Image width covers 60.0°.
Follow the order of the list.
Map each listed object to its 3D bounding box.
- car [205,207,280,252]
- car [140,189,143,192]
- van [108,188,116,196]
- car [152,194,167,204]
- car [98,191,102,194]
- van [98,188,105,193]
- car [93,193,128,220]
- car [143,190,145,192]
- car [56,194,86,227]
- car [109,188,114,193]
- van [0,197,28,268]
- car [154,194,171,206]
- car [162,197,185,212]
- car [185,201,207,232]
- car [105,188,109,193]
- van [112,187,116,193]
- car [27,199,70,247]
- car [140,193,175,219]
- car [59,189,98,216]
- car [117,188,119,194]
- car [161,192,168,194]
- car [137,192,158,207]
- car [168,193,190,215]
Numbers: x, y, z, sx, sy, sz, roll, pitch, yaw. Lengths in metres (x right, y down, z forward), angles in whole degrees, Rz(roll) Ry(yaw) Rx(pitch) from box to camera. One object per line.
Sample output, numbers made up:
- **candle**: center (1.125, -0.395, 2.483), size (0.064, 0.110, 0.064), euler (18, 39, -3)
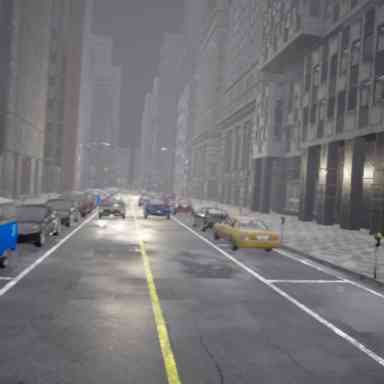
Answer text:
- **car**: center (2.145, 1.604, 14.414), size (1.752, 1.417, 4.829), euler (3, 0, -11)
- **car**: center (-12.722, 0.465, 91.727), size (1.802, 1.307, 4.206), euler (3, 0, -11)
- **van**: center (-18.934, -0.122, 79.037), size (1.690, 1.788, 3.998), euler (3, 0, -11)
- **car**: center (-5.273, 1.043, 52.987), size (1.947, 1.339, 4.313), euler (3, 0, -11)
- **car**: center (-9.369, 0.853, 29.226), size (1.887, 1.381, 4.507), euler (3, 0, -11)
- **van**: center (-10.421, 0.563, 34.760), size (1.690, 1.788, 3.998), euler (3, 0, -11)
- **car**: center (-5.676, 1.104, 24.166), size (2.033, 1.411, 5.357), euler (4, 0, -11)
- **car**: center (-9.529, 0.700, 75.124), size (1.947, 1.339, 4.313), euler (3, 0, -11)
- **car**: center (-7.243, 1.047, 18.156), size (1.947, 1.339, 4.313), euler (3, 0, -11)
- **car**: center (-13.619, 0.403, 51.364), size (1.967, 1.590, 4.097), euler (3, 0, -11)
- **van**: center (-5.101, 0.996, 7.086), size (1.690, 1.788, 3.998), euler (3, 0, -11)
- **car**: center (-4.208, 1.108, 47.453), size (1.887, 1.381, 4.507), euler (3, 0, -11)
- **car**: center (-2.081, 1.301, 36.384), size (1.947, 1.339, 4.313), euler (3, 0, -11)
- **car**: center (1.111, 1.545, 19.781), size (2.008, 1.369, 4.403), euler (3, 0, -11)
- **car**: center (-11.491, 0.576, 40.295), size (1.967, 1.590, 4.097), euler (3, 0, -11)
- **van**: center (-15.741, 0.132, 62.433), size (1.690, 1.788, 3.998), euler (3, 0, -11)
- **car**: center (-6.179, 1.133, 12.622), size (1.947, 1.339, 4.313), euler (3, 0, -11)
- **car**: center (-2.837, 1.203, 26.170), size (1.882, 1.535, 5.008), euler (4, 0, -11)
- **car**: center (-8.292, 0.710, 23.690), size (2.192, 1.841, 5.009), euler (3, 0, -11)
- **car**: center (-17.882, 0.172, 73.503), size (2.008, 1.369, 4.403), euler (3, 0, -11)
- **car**: center (-3.131, 0.965, 41.918), size (2.192, 1.841, 5.009), euler (3, 0, -11)
- **car**: center (-5.460, 1.061, 39.628), size (2.033, 1.411, 5.357), euler (4, 0, -10)
- **car**: center (-1.010, 1.262, 30.849), size (1.967, 1.590, 4.097), euler (3, 0, -11)
